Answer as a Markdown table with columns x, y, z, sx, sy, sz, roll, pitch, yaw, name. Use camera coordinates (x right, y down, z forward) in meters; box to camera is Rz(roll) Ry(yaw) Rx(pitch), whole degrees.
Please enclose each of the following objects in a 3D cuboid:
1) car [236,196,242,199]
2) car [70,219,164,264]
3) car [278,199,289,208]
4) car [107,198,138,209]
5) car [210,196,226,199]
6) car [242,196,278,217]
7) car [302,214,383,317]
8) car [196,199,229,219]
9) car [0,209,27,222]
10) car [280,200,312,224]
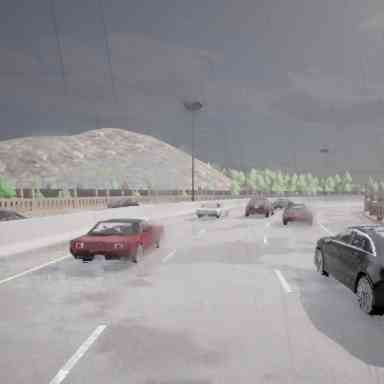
| x | y | z | sx | sy | sz | roll | pitch | yaw | name |
| --- | --- | --- | --- | --- | --- | --- | --- | --- | --- |
| 8.602 | 1.493 | 57.366 | 2.128 | 1.511 | 4.902 | 0 | 0 | 36 | car |
| -2.340 | 1.601 | 11.822 | 1.895 | 1.301 | 4.718 | 0 | 0 | 8 | car |
| 11.704 | 1.545 | 42.470 | 2.033 | 1.411 | 5.357 | 0 | 0 | 31 | car |
| -8.529 | 1.504 | 41.208 | 1.837 | 1.490 | 4.892 | 0 | 0 | 24 | car |
| 4.205 | 1.490 | 57.126 | 2.128 | 1.511 | 4.902 | 0 | 0 | 34 | car |
| 6.434 | 1.350 | 31.093 | 2.097 | 1.767 | 4.553 | 0 | 0 | 21 | car |
| 4.186 | 1.491 | 7.371 | 2.128 | 1.511 | 4.902 | 0 | 0 | 6 | car |
| 1.923 | 1.600 | 29.165 | 1.895 | 1.301 | 4.718 | 0 | 0 | 19 | car |
| -9.184 | 1.505 | 14.293 | 1.837 | 1.490 | 4.892 | 0 | 0 | 10 | car |
| 7.743 | 1.563 | 24.362 | 1.994 | 1.385 | 4.181 | 0 | 0 | 17 | car |
